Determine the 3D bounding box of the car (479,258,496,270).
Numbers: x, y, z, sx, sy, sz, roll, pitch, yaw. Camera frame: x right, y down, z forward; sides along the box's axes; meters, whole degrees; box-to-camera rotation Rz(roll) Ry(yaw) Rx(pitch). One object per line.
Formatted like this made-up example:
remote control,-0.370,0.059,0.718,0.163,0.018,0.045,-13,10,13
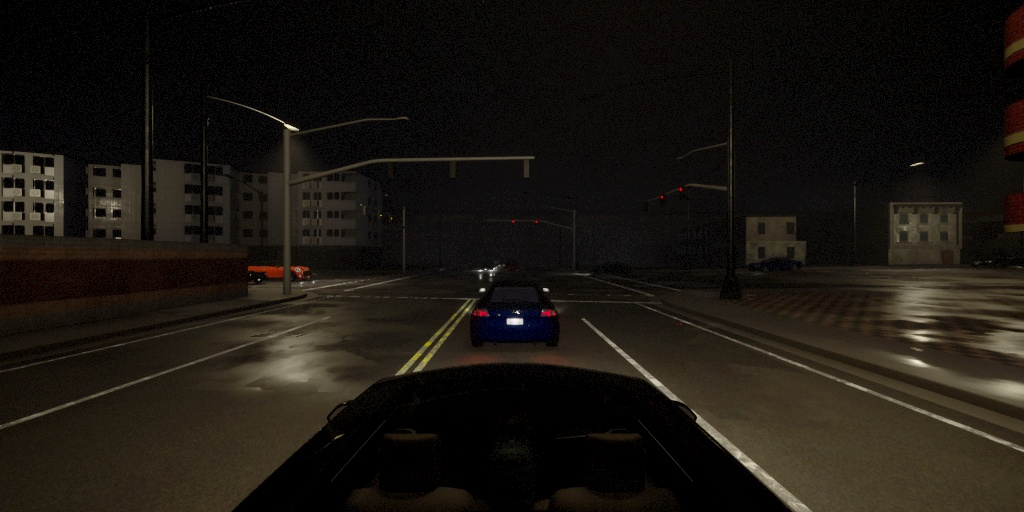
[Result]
car,-3.746,1.255,53.710,1.837,1.490,4.892,0,0,0

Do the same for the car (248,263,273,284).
car,-19.921,1.351,25.132,4.718,1.301,1.895,0,0,1

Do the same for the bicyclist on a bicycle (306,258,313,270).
bicyclist on a bicycle,-25.562,1.051,45.223,0.582,1.620,1.656,0,0,0

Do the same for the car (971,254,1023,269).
car,51.069,0.546,37.408,4.902,1.511,2.128,-1,0,1

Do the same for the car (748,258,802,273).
car,27.687,0.944,37.888,5.008,1.535,1.882,-1,0,1

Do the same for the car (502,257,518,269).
car,-0.094,1.102,58.085,2.097,1.767,4.553,0,0,0

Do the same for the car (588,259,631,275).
car,10.470,1.252,38.219,4.181,1.385,1.994,0,0,2

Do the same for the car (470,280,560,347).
car,0.063,1.314,9.357,1.994,1.385,4.181,0,0,0

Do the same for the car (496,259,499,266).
car,-3.753,1.276,63.080,1.812,1.442,4.674,0,0,0

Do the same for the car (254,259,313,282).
car,-18.463,1.102,28.582,4.553,1.767,2.097,0,0,0
